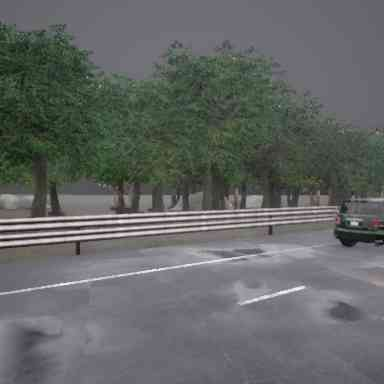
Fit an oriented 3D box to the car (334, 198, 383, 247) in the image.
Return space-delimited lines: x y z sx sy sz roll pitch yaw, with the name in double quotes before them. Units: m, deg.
"car" 8.218 1.265 13.748 5.566 2.045 2.150 0 0 -34
